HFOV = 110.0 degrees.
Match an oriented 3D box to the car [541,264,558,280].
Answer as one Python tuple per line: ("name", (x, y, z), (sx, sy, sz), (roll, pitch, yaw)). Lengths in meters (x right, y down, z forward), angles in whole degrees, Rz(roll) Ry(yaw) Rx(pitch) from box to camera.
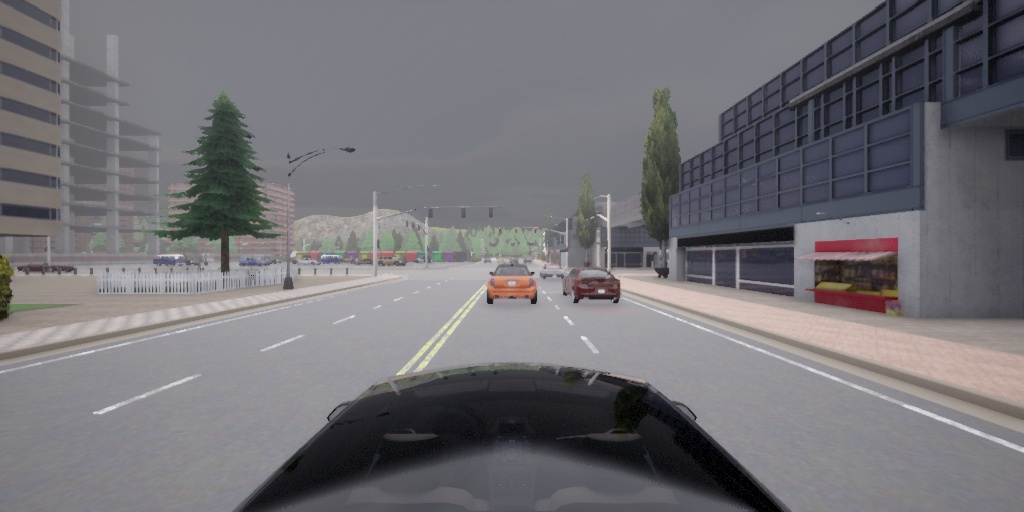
("car", (3.482, 1.365, 31.574), (1.895, 1.301, 4.718), (0, 0, 0))

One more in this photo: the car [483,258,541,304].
("car", (0.000, 1.114, 16.470), (2.097, 1.767, 4.553), (0, 0, 0))

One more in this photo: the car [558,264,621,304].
("car", (3.500, 1.233, 16.500), (1.882, 1.535, 5.008), (0, 0, 0))
